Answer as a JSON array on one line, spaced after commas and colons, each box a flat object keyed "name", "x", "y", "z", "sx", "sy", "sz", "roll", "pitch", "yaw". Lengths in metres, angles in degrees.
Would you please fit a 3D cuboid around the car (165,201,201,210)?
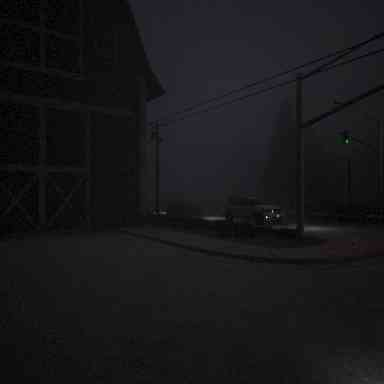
[{"name": "car", "x": -0.942, "y": 1.707, "z": 34.710, "sx": 1.882, "sy": 1.535, "sz": 5.008, "roll": 0, "pitch": 0, "yaw": -35}]

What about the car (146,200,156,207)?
[{"name": "car", "x": -6.329, "y": 1.784, "z": 42.571, "sx": 1.837, "sy": 1.490, "sz": 4.892, "roll": 0, "pitch": 0, "yaw": -34}]

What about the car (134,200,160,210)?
[{"name": "car", "x": -6.759, "y": 1.919, "z": 49.544, "sx": 1.895, "sy": 1.301, "sz": 4.718, "roll": 0, "pitch": 0, "yaw": -34}]

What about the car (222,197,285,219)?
[{"name": "car", "x": 4.699, "y": 1.399, "z": 26.483, "sx": 2.150, "sy": 2.045, "sz": 5.566, "roll": 0, "pitch": 0, "yaw": -34}]
